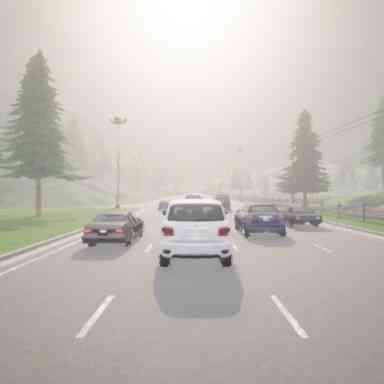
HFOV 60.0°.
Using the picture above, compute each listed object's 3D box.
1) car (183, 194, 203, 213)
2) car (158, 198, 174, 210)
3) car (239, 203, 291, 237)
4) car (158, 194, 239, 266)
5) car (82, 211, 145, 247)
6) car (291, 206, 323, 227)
[{"bbox_3d":[0.120,1.270,38.823,2.150,2.045,5.566,0,0,0],"label":"car"},{"bbox_3d":[-3.378,1.579,44.081,1.812,1.442,4.674,0,0,0],"label":"car"},{"bbox_3d":[3.610,1.374,18.379,2.097,1.767,4.553,0,0,0],"label":"car"},{"bbox_3d":[0.106,1.238,11.715,2.150,2.045,5.566,0,0,0],"label":"car"},{"bbox_3d":[-3.394,1.566,15.217,2.033,1.411,5.357,0,0,0],"label":"car"},{"bbox_3d":[7.113,1.628,22.700,1.895,1.301,4.718,0,0,0],"label":"car"}]
